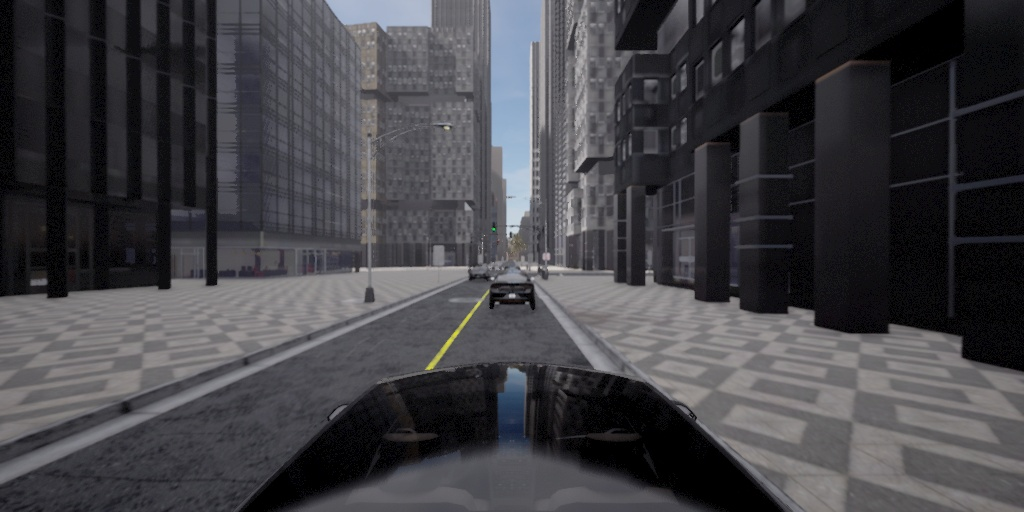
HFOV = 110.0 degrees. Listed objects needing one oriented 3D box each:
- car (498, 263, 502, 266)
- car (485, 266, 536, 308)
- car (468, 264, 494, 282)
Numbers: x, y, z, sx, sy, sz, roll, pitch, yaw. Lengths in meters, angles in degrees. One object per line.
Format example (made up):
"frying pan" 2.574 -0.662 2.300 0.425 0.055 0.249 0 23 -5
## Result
"car" 0.020 1.587 30.366 1.837 1.490 4.892 0 0 1
"car" 0.029 1.383 16.101 1.882 1.535 5.008 0 0 1
"car" -3.027 1.641 34.436 1.837 1.490 4.892 0 -1 0
